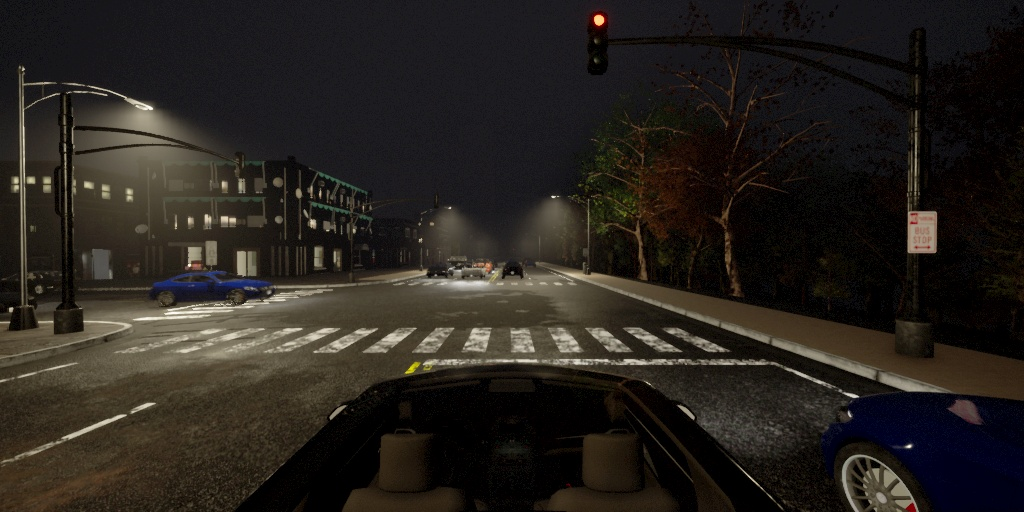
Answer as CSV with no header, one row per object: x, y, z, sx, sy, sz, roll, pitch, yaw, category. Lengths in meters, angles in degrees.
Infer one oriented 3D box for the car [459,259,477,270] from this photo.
-6.696,1.222,54.641,2.128,1.511,4.902,0,0,0,car

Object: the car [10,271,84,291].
-28.321,1.560,21.348,4.403,1.370,2.007,0,0,0,car

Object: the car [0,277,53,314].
-19.970,1.565,12.853,4.313,1.339,1.948,0,0,0,car

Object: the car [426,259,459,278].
-6.659,1.287,34.001,2.033,1.411,5.357,0,0,0,car

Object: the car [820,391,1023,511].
3.358,1.276,0.888,1.812,1.442,4.674,0,0,1,car

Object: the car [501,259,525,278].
0.046,1.265,33.431,1.812,1.442,4.674,0,0,0,car

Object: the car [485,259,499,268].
-3.431,1.219,61.705,2.128,1.511,4.902,0,0,0,car

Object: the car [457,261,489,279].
-3.407,1.341,32.282,1.895,1.301,4.718,0,0,0,car

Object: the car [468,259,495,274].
-3.423,1.088,41.254,2.097,1.767,4.553,0,0,0,car

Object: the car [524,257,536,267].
3.227,1.274,63.694,2.033,1.411,5.357,0,0,0,car

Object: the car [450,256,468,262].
-6.674,0.957,44.237,2.150,2.045,5.566,0,0,0,car

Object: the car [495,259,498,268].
-3.436,1.224,51.286,2.128,1.511,4.902,0,0,0,car

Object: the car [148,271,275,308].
-13.107,1.400,15.784,4.674,1.442,1.812,-1,1,-3,car
